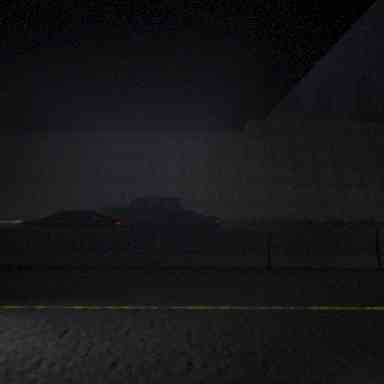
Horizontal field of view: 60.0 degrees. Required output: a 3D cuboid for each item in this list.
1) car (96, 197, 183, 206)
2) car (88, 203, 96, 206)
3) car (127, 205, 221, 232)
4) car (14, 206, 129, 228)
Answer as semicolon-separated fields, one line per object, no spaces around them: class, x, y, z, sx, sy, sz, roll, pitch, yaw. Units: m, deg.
car;-3.175;1.337;22.389;5.566;2.045;2.150;1;0;-1
car;-7.327;1.593;25.822;4.902;1.511;2.128;1;0;-1
car;-1.058;1.659;18.920;5.357;1.411;2.033;1;0;-1
car;-5.631;1.553;15.347;4.892;1.490;1.837;1;0;-1
